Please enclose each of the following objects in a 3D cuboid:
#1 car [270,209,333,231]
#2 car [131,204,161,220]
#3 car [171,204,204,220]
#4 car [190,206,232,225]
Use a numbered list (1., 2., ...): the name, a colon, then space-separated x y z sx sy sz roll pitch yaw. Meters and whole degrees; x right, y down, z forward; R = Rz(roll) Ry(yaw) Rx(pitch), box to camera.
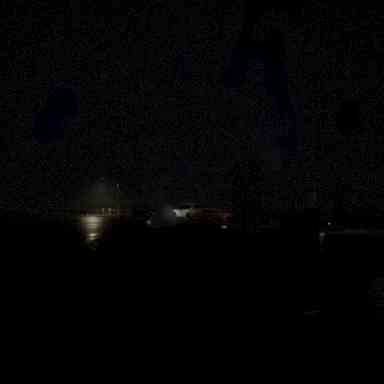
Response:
1. car: 8.135 2.045 25.050 1.837 1.490 4.892 1 -3 -35
2. car: -6.323 2.682 45.419 2.150 2.045 5.566 1 -3 -35
3. car: -0.481 2.515 42.278 2.150 2.045 5.566 1 -3 -35
4. car: 2.325 2.384 33.251 1.882 1.535 5.008 1 -3 -36
